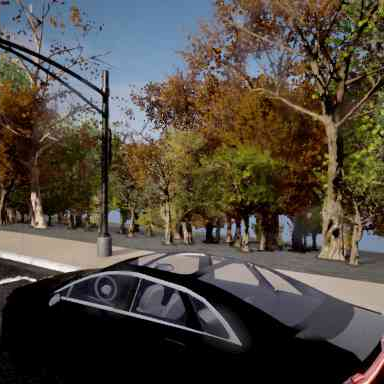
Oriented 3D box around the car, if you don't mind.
[{"bbox_3d":[-0.395,1.491,3.974,4.902,1.511,2.128,0,0,36],"label":"car"}]
